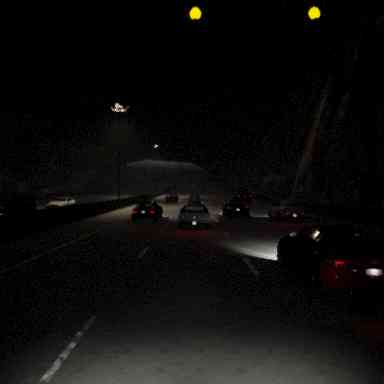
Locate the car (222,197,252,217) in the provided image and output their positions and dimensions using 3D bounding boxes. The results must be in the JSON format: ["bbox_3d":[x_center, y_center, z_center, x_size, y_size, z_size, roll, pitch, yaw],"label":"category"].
[{"bbox_3d":[3.706,1.383,28.673,1.994,1.385,4.181,0,1,0],"label":"car"}]

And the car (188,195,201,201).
[{"bbox_3d":[0.346,1.097,47.010,2.033,1.411,5.357,0,1,0],"label":"car"}]

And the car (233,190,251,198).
[{"bbox_3d":[7.362,0.737,48.911,2.150,2.045,5.566,0,1,0],"label":"car"}]

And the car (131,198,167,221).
[{"bbox_3d":[-3.320,1.404,25.326,2.033,1.411,5.357,0,1,0],"label":"car"}]

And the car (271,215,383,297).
[{"bbox_3d":[3.601,1.536,8.582,1.994,1.385,4.181,0,0,0],"label":"car"}]

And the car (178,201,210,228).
[{"bbox_3d":[0.153,1.487,21.376,1.895,1.301,4.718,0,0,0],"label":"car"}]

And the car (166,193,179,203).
[{"bbox_3d":[-3.114,0.945,52.131,2.128,1.511,4.902,0,1,0],"label":"car"}]

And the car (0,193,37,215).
[{"bbox_3d":[-13.920,1.077,25.362,2.150,2.045,5.566,0,1,0],"label":"car"}]

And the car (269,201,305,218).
[{"bbox_3d":[7.171,1.380,25.434,1.812,1.442,4.674,0,1,0],"label":"car"}]

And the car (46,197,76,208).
[{"bbox_3d":[-13.842,1.260,35.542,1.812,1.442,4.674,0,1,0],"label":"car"}]
